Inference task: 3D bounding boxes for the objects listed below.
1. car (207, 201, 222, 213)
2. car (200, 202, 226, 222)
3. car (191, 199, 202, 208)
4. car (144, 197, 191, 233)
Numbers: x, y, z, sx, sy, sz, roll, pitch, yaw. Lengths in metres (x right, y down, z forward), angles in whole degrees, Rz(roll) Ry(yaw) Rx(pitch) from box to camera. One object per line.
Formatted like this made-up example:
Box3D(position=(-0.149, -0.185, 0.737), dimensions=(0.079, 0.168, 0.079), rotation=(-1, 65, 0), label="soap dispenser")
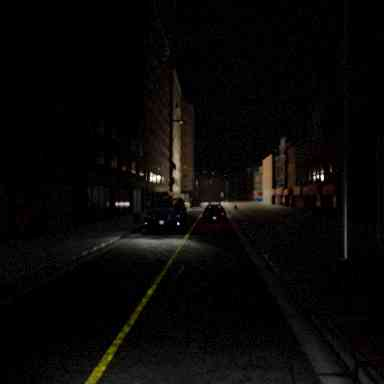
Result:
Box3D(position=(2.893, 1.903, 42.752), dimensions=(1.895, 1.301, 4.718), rotation=(0, 0, 4), label="car")
Box3D(position=(1.946, 1.800, 28.687), dimensions=(1.895, 1.301, 4.718), rotation=(0, 0, 4), label="car")
Box3D(position=(0.663, 1.900, 53.425), dimensions=(1.837, 1.490, 4.892), rotation=(0, -1, 4), label="car")
Box3D(position=(-1.513, 1.368, 21.284), dimensions=(2.150, 2.045, 5.566), rotation=(0, -1, 4), label="car")
